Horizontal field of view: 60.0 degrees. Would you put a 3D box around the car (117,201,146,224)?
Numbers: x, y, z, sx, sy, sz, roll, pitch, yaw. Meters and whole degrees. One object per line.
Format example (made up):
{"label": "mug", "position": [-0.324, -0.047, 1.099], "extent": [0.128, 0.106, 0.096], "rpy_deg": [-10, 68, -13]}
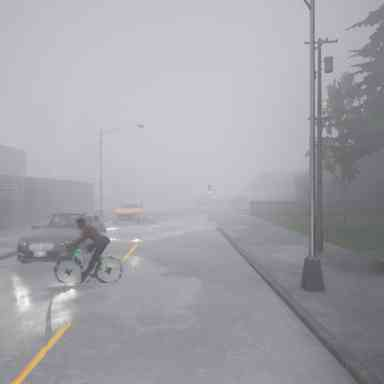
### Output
{"label": "car", "position": [-4.626, 1.478, 25.189], "extent": [1.882, 1.535, 5.008], "rpy_deg": [0, 0, -1]}

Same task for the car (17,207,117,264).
{"label": "car", "position": [-4.370, 1.492, 11.884], "extent": [2.128, 1.511, 4.902], "rpy_deg": [0, 0, -1]}

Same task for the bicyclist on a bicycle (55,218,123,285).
{"label": "bicyclist on a bicycle", "position": [-2.519, 1.452, 8.072], "extent": [1.656, 1.620, 0.582], "rpy_deg": [-1, 0, -1]}
